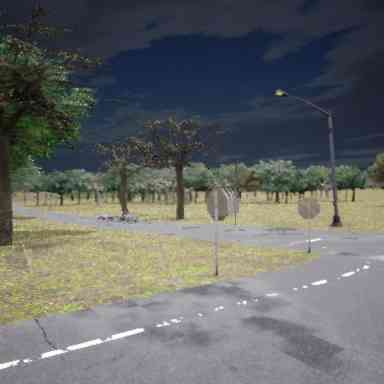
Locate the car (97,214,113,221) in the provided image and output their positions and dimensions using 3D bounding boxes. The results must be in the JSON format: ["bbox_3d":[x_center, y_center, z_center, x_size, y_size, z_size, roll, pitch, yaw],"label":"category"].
[{"bbox_3d":[-16.048,4.643,61.416,1.895,1.301,4.718,-1,-1,-34],"label":"car"}]

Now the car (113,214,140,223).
[{"bbox_3d":[-10.131,4.150,52.762,2.033,1.411,5.357,-1,-2,-34],"label":"car"}]
